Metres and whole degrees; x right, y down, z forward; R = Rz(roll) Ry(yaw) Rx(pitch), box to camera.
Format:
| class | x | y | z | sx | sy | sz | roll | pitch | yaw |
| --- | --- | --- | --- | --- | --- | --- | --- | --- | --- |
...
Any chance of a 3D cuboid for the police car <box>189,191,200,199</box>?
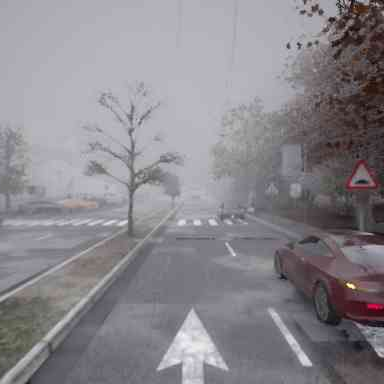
| class | x | y | z | sx | sy | sz | roll | pitch | yaw |
| --- | --- | --- | --- | --- | --- | --- | --- | --- | --- |
| police car | 0.882 | 0.876 | 78.489 | 1.930 | 1.638 | 5.238 | 0 | 1 | 0 |

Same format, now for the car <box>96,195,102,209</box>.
| class | x | y | z | sx | sy | sz | roll | pitch | yaw |
| --- | --- | --- | --- | --- | --- | --- | --- | --- | --- |
| car | -13.851 | 1.467 | 40.632 | 4.674 | 1.452 | 2.002 | -1 | 0 | -20 |

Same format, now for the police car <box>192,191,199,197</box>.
| class | x | y | z | sx | sy | sz | roll | pitch | yaw |
| --- | --- | --- | --- | --- | --- | --- | --- | --- | --- |
| police car | 0.879 | 0.652 | 94.499 | 1.930 | 1.638 | 5.238 | 0 | 1 | 0 |

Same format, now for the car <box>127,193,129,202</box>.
| class | x | y | z | sx | sy | sz | roll | pitch | yaw |
| --- | --- | --- | --- | --- | --- | --- | --- | --- | --- |
| car | -13.842 | 1.313 | 58.657 | 4.674 | 1.452 | 2.002 | -1 | 0 | -20 |

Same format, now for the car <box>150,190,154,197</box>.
| class | x | y | z | sx | sy | sz | roll | pitch | yaw |
| --- | --- | --- | --- | --- | --- | --- | --- | --- | --- |
| car | -13.854 | 0.541 | 88.638 | 5.566 | 2.045 | 2.435 | -1 | 1 | -20 |

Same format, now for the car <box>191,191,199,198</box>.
| class | x | y | z | sx | sy | sz | roll | pitch | yaw |
| --- | --- | --- | --- | --- | --- | --- | --- | --- | --- |
| car | 0.879 | 0.655 | 88.354 | 2.097 | 1.767 | 4.553 | 0 | 1 | 0 |

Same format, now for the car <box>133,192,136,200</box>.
| class | x | y | z | sx | sy | sz | roll | pitch | yaw |
| --- | --- | --- | --- | --- | --- | --- | --- | --- | --- |
| car | -13.839 | 1.219 | 64.656 | 4.674 | 1.452 | 2.002 | -1 | 1 | -20 |

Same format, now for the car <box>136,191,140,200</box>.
| class | x | y | z | sx | sy | sz | roll | pitch | yaw |
| --- | --- | --- | --- | --- | --- | --- | --- | --- | --- |
| car | -13.829 | 1.129 | 67.655 | 5.008 | 1.535 | 2.097 | -1 | 1 | -20 |

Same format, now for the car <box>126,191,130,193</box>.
| class | x | y | z | sx | sy | sz | roll | pitch | yaw |
| --- | --- | --- | --- | --- | --- | --- | --- | --- | --- |
| car | -13.870 | 1.101 | 61.643 | 4.553 | 1.767 | 2.185 | -1 | 1 | -20 |

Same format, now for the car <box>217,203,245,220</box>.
| class | x | y | z | sx | sy | sz | roll | pitch | yaw |
| --- | --- | --- | --- | --- | --- | --- | --- | --- | --- |
| car | 3.093 | 1.563 | 27.435 | 1.895 | 1.301 | 4.718 | 0 | 0 | 0 |

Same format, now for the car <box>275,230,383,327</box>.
| class | x | y | z | sx | sy | sz | roll | pitch | yaw |
| --- | --- | --- | --- | --- | --- | --- | --- | --- | --- |
| car | 3.098 | 1.516 | 6.946 | 1.812 | 1.442 | 4.674 | 0 | 0 | 0 |

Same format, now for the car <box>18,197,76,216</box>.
| class | x | y | z | sx | sy | sz | roll | pitch | yaw |
| --- | --- | --- | --- | --- | --- | --- | --- | --- | --- |
| car | -13.825 | 1.478 | 31.635 | 4.792 | 1.488 | 2.163 | -1 | 0 | -20 |

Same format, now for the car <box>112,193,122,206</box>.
| class | x | y | z | sx | sy | sz | roll | pitch | yaw |
| --- | --- | --- | --- | --- | --- | --- | --- | --- | --- |
| car | -13.671 | 1.365 | 49.705 | 5.366 | 1.575 | 1.946 | -1 | 0 | -20 |

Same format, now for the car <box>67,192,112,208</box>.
| class | x | y | z | sx | sy | sz | roll | pitch | yaw |
| --- | --- | --- | --- | --- | --- | --- | --- | --- | --- |
| car | -13.823 | 1.165 | 43.650 | 5.566 | 2.045 | 2.435 | -1 | 0 | -20 |

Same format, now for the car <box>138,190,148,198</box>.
| class | x | y | z | sx | sy | sz | roll | pitch | yaw |
| --- | --- | --- | --- | --- | --- | --- | --- | --- | --- |
| car | -13.811 | 0.722 | 76.670 | 5.566 | 2.045 | 2.435 | -1 | 1 | -20 |

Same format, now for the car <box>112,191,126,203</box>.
| class | x | y | z | sx | sy | sz | roll | pitch | yaw |
| --- | --- | --- | --- | --- | --- | --- | --- | --- | --- |
| car | -13.870 | 1.091 | 52.630 | 5.566 | 2.045 | 2.435 | -1 | 1 | -20 |

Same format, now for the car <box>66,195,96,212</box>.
| class | x | y | z | sx | sy | sz | roll | pitch | yaw |
| --- | --- | --- | --- | --- | --- | --- | --- | --- | --- |
| car | -14.020 | 1.437 | 37.558 | 5.366 | 1.575 | 1.946 | -1 | 0 | -20 |

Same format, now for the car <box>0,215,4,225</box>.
| class | x | y | z | sx | sy | sz | roll | pitch | yaw |
| --- | --- | --- | --- | --- | --- | --- | --- | --- | --- |
| car | -13.829 | 1.496 | 19.629 | 4.792 | 1.488 | 2.163 | -1 | 0 | -20 |

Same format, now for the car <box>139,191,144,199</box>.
| class | x | y | z | sx | sy | sz | roll | pitch | yaw |
| --- | --- | --- | --- | --- | --- | --- | --- | --- | --- |
| car | -13.807 | 1.053 | 73.672 | 4.792 | 1.488 | 2.163 | -1 | 1 | -20 |
